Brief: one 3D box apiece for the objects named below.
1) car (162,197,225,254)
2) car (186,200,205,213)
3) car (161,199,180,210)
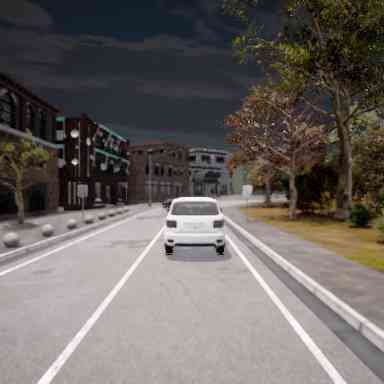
[{"bbox_3d":[0.101,1.227,13.621,2.150,2.045,5.566,0,0,0],"label":"car"},{"bbox_3d":[0.507,1.612,37.934,1.895,1.301,4.718,0,0,4],"label":"car"},{"bbox_3d":[-2.761,1.619,43.917,1.895,1.301,4.718,0,0,5],"label":"car"}]
